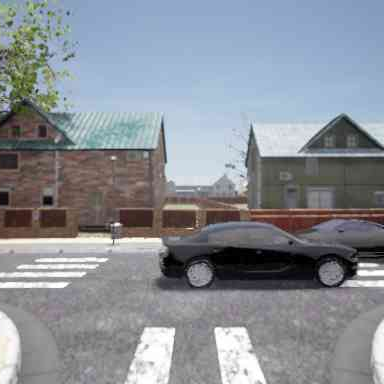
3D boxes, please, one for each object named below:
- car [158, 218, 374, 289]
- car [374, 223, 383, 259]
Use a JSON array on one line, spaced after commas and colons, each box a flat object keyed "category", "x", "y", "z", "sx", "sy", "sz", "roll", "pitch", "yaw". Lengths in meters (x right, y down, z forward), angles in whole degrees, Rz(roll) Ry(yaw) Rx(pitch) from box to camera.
[{"category": "car", "x": 1.628, "y": 1.512, "z": 8.652, "sx": 5.008, "sy": 1.535, "sz": 1.882, "roll": -1, "pitch": -1, "yaw": 1}, {"category": "car", "x": 5.229, "y": 1.629, "z": 11.555, "sx": 4.181, "sy": 1.385, "sz": 1.994, "roll": -1, "pitch": -2, "yaw": 1}]
